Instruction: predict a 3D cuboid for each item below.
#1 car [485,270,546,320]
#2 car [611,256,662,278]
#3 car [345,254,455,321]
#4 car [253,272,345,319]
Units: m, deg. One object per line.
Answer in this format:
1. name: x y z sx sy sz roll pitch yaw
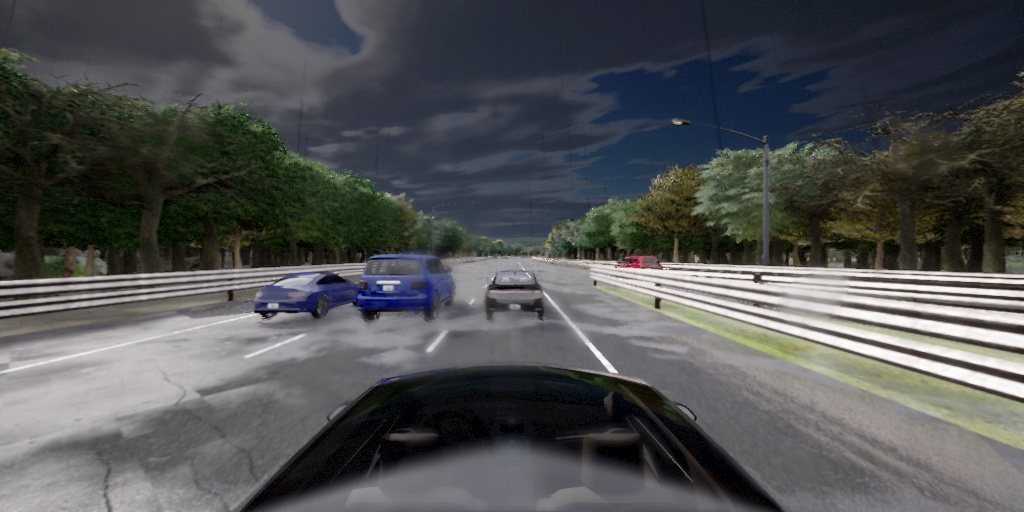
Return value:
1. car: 0.100 1.241 12.604 2.128 1.511 4.902 0 0 0
2. car: 10.522 1.049 30.679 2.150 2.045 5.566 0 0 -12
3. car: -3.411 0.971 12.514 2.150 2.045 5.566 0 0 -1
4. car: -6.899 1.275 12.658 1.812 1.442 4.674 0 0 0
